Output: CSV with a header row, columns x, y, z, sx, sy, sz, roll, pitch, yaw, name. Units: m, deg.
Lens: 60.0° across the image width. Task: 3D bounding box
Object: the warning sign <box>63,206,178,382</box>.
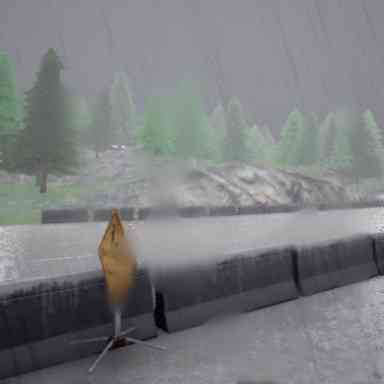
x,y,z,sx,sy,sz,roll,pitch,yaw,name
-0.995,1.149,4.459,1.060,1.860,1.300,1,-1,-36,warning sign
